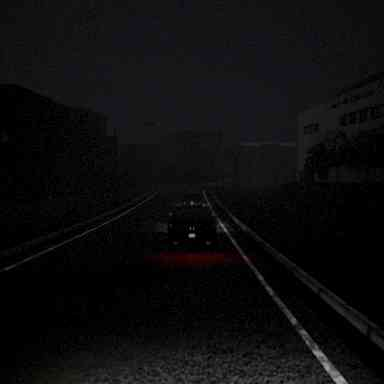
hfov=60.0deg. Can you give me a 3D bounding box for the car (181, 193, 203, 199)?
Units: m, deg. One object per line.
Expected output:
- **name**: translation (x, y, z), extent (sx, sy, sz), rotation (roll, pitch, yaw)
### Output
- **car**: translation (-0.002, 0.822, 29.114), extent (2.033, 1.411, 5.357), rotation (0, 3, 0)

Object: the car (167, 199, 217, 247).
- **car**: translation (-0.001, 1.317, 14.121), extent (1.882, 1.535, 5.008), rotation (0, 1, 0)

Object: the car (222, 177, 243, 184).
- **car**: translation (9.207, -2.561, 75.462), extent (5.008, 1.535, 1.882), rotation (-2, 5, -30)
